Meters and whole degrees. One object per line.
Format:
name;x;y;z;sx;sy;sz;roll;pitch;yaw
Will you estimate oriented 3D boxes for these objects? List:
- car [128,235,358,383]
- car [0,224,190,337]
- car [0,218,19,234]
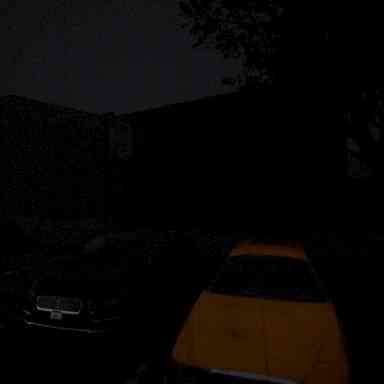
car;1.153;1.480;5.049;1.946;1.575;5.366;1;-1;16
car;-1.235;1.487;6.978;2.231;1.521;4.892;1;-1;16
car;-8.558;1.527;12.212;2.002;1.452;4.674;1;-1;16
